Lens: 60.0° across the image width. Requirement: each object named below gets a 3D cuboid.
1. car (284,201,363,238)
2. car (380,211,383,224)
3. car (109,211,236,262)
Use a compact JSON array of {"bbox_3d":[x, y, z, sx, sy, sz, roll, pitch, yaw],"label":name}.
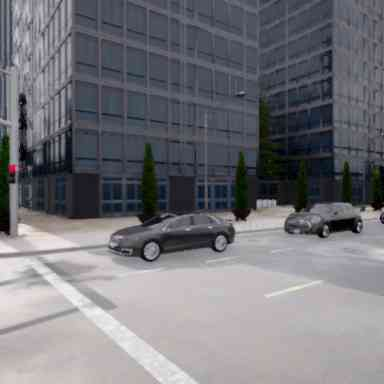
[{"bbox_3d":[6.927,1.316,17.473,4.553,1.767,2.097,0,0,-35],"label":"car"},{"bbox_3d":[14.952,1.467,23.161,4.674,1.442,1.812,0,0,-35],"label":"car"},{"bbox_3d":[-0.579,1.491,12.168,4.892,1.490,1.837,0,0,-35],"label":"car"}]
